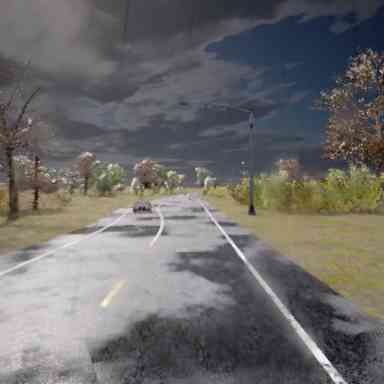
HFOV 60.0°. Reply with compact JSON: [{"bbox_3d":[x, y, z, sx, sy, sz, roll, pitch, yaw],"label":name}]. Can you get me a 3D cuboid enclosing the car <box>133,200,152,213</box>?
[{"bbox_3d":[-5.304,1.535,35.913,1.994,1.385,4.181,0,0,-7],"label":"car"}]
